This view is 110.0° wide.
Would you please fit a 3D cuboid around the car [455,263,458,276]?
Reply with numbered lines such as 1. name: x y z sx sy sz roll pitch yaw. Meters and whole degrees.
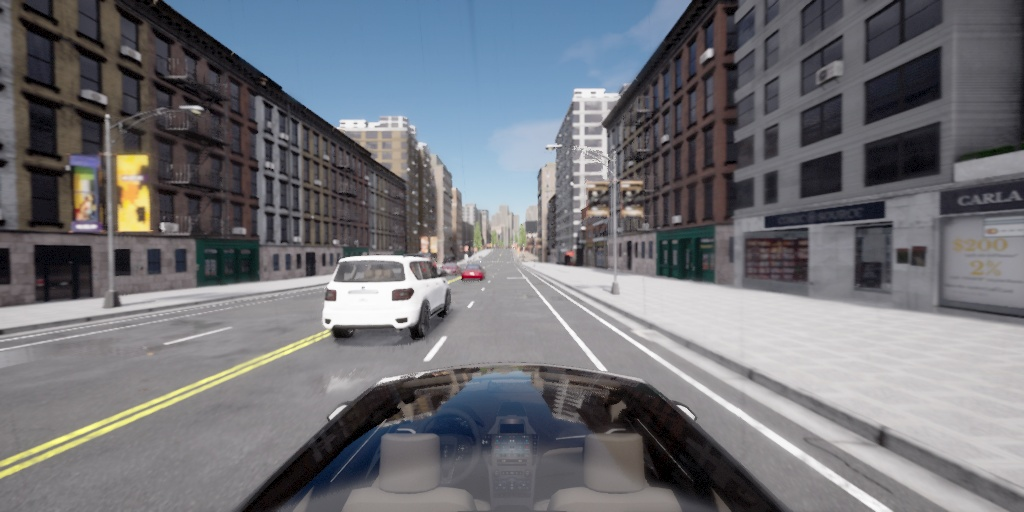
1. car: -6.892 1.477 40.459 1.812 1.442 4.674 0 -1 0

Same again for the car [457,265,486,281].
1. car: -3.439 1.455 32.476 1.994 1.385 4.181 0 0 -1

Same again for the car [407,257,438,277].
1. car: -10.141 1.203 41.208 2.150 2.045 5.566 0 -1 0

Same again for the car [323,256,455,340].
1. car: -3.221 1.025 10.373 2.150 2.045 5.566 0 0 -1
